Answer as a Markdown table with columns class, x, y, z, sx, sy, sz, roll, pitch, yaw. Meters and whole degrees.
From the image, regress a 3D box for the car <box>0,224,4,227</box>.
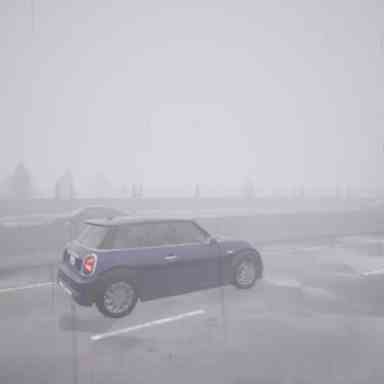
| class | x | y | z | sx | sy | sz | roll | pitch | yaw |
| --- | --- | --- | --- | --- | --- | --- | --- | --- | --- |
| car | -8.842 | 1.462 | 10.518 | 5.357 | 1.411 | 2.033 | 0 | 0 | -36 |

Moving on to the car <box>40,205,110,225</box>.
| class | x | y | z | sx | sy | sz | roll | pitch | yaw |
| --- | --- | --- | --- | --- | --- | --- | --- | --- | --- |
| car | -5.299 | 1.425 | 17.126 | 4.674 | 1.442 | 1.812 | 0 | 0 | -32 |

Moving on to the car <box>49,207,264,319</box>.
| class | x | y | z | sx | sy | sz | roll | pitch | yaw |
| --- | --- | --- | --- | --- | --- | --- | --- | --- | --- |
| car | -0.507 | 1.314 | 7.497 | 4.553 | 1.767 | 2.097 | 0 | 0 | -34 |

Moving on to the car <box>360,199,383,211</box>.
| class | x | y | z | sx | sy | sz | roll | pitch | yaw |
| --- | --- | --- | --- | --- | --- | --- | --- | --- | --- |
| car | 18.584 | 1.451 | 32.203 | 4.674 | 1.442 | 1.812 | 0 | 0 | -18 |
